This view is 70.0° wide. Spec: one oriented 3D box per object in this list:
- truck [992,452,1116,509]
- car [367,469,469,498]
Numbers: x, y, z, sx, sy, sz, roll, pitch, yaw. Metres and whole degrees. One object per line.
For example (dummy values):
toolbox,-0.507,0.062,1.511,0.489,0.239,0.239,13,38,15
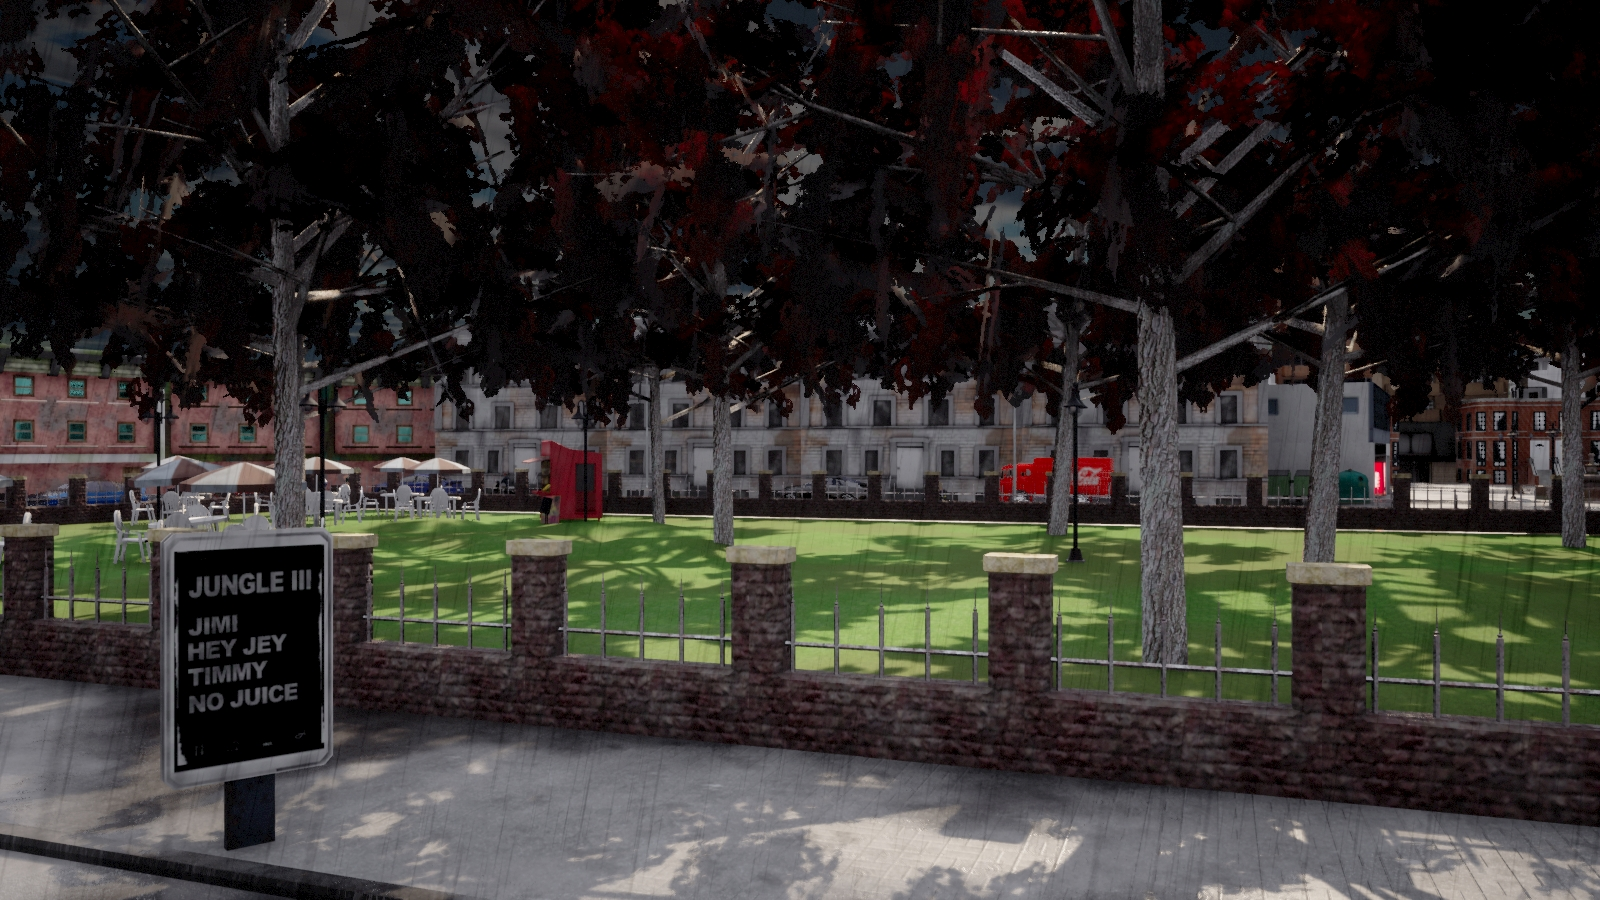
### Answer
truck,11.580,1.350,52.049,5.204,2.467,2.627,0,0,20
car,-21.254,1.832,63.651,5.006,1.535,2.097,0,0,13
